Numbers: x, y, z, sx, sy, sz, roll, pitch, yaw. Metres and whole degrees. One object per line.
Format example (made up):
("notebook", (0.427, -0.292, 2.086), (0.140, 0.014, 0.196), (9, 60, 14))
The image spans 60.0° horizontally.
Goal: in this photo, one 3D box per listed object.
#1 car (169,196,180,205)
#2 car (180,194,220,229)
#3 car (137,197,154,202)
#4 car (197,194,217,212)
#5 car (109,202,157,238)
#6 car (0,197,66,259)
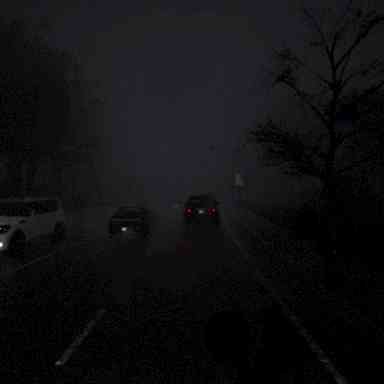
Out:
("car", (-3.066, 1.509, 61.530), (2.128, 1.511, 4.902), (0, 0, 7))
("car", (0.648, 1.228, 21.600), (2.150, 2.045, 5.566), (0, 0, 3))
("car", (-7.520, 1.576, 53.915), (1.994, 1.385, 4.181), (0, 0, 7))
("car", (1.866, 1.233, 40.266), (2.150, 2.045, 5.566), (0, 0, 5))
("car", (-3.010, 1.495, 17.739), (2.128, 1.511, 4.902), (0, 0, 2))
("car", (-6.878, 1.222, 13.027), (2.150, 2.045, 5.566), (0, 0, 2))
